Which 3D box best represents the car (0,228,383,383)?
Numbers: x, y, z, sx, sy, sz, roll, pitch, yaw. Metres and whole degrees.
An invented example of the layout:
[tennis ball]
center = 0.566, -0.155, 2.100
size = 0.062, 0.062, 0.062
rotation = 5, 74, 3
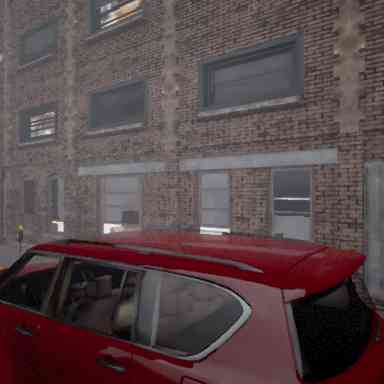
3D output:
[car]
center = -0.717, 1.315, 3.388
size = 5.009, 1.841, 2.192
rotation = 0, 0, 35
